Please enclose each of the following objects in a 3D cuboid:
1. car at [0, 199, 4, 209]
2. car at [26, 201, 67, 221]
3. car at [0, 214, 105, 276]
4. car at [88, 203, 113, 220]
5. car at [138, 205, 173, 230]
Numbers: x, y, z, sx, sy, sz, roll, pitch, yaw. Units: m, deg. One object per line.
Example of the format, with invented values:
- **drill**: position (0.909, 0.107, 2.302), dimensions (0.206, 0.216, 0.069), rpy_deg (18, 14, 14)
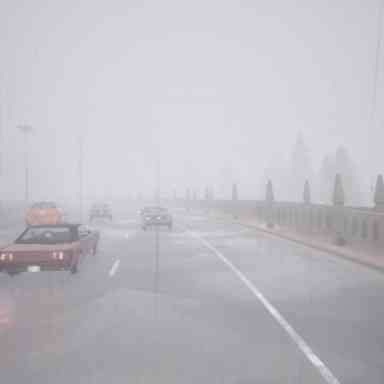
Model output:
- **car**: position (-27.343, 1.741, 46.344), dimensions (1.882, 1.535, 5.008), rpy_deg (0, 0, -31)
- **car**: position (-10.167, 1.421, 23.554), dimensions (2.097, 1.767, 4.553), rpy_deg (0, 0, -13)
- **car**: position (-4.159, 1.621, 10.455), dimensions (1.895, 1.301, 4.718), rpy_deg (0, 0, -6)
- **car**: position (-7.782, 1.610, 28.303), dimensions (2.033, 1.411, 5.357), rpy_deg (0, 0, -17)
- **car**: position (-2.433, 1.569, 21.525), dimensions (2.033, 1.411, 5.357), rpy_deg (0, 0, -12)
